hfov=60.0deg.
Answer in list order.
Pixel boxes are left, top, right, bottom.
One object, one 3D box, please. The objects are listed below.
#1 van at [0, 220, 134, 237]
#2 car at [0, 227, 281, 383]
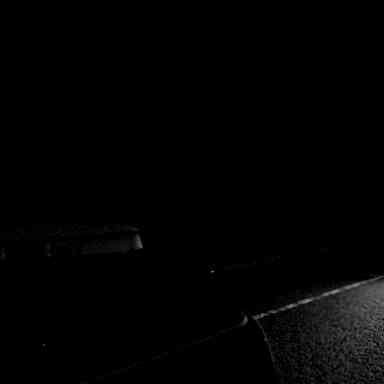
[{"bbox_3d":[-2.595,1.351,4.696,3.998,1.788,1.690,0,0,-36],"label":"van"},{"bbox_3d":[-1.502,1.357,2.293,4.553,1.767,2.097,0,0,-36],"label":"car"}]
